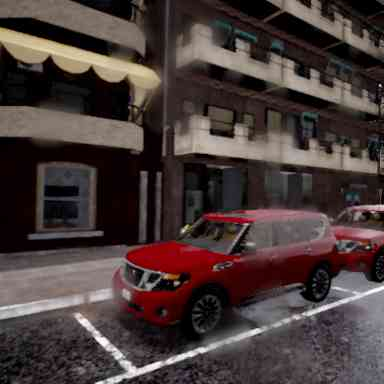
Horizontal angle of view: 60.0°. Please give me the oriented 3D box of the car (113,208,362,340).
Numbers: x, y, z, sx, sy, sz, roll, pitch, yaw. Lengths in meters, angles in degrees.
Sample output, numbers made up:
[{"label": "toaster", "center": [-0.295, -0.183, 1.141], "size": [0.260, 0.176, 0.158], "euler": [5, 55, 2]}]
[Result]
[{"label": "car", "center": [1.004, 1.327, 6.789], "size": [5.009, 1.841, 2.192], "euler": [0, 1, -35]}]

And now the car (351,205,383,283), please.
[{"label": "car", "center": [5.505, 1.343, 10.002], "size": [5.009, 1.841, 2.192], "euler": [0, 1, -35]}]
